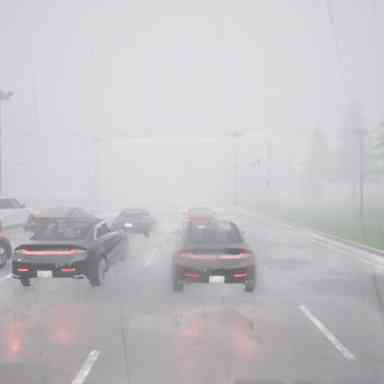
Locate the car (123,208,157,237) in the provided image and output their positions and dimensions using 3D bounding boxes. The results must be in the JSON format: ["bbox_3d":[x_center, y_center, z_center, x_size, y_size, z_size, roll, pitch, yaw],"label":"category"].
[{"bbox_3d":[-3.064,1.549,17.986,1.994,1.385,4.181,0,0,0],"label":"car"}]

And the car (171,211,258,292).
[{"bbox_3d":[0.477,1.484,8.894,2.128,1.511,4.902,0,0,0],"label":"car"}]

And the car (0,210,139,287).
[{"bbox_3d":[-3.037,1.482,9.284,2.128,1.511,4.902,0,0,0],"label":"car"}]

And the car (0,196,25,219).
[{"bbox_3d":[-10.056,1.208,16.908,2.150,2.045,5.566,0,0,0],"label":"car"}]

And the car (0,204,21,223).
[{"bbox_3d":[-6.537,1.345,8.239,2.097,1.767,4.553,0,0,0],"label":"car"}]

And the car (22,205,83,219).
[{"bbox_3d":[-6.560,1.463,17.413,1.882,1.535,5.008,0,0,0],"label":"car"}]

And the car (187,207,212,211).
[{"bbox_3d":[0.428,1.511,17.975,1.812,1.442,4.674,0,0,0],"label":"car"}]
